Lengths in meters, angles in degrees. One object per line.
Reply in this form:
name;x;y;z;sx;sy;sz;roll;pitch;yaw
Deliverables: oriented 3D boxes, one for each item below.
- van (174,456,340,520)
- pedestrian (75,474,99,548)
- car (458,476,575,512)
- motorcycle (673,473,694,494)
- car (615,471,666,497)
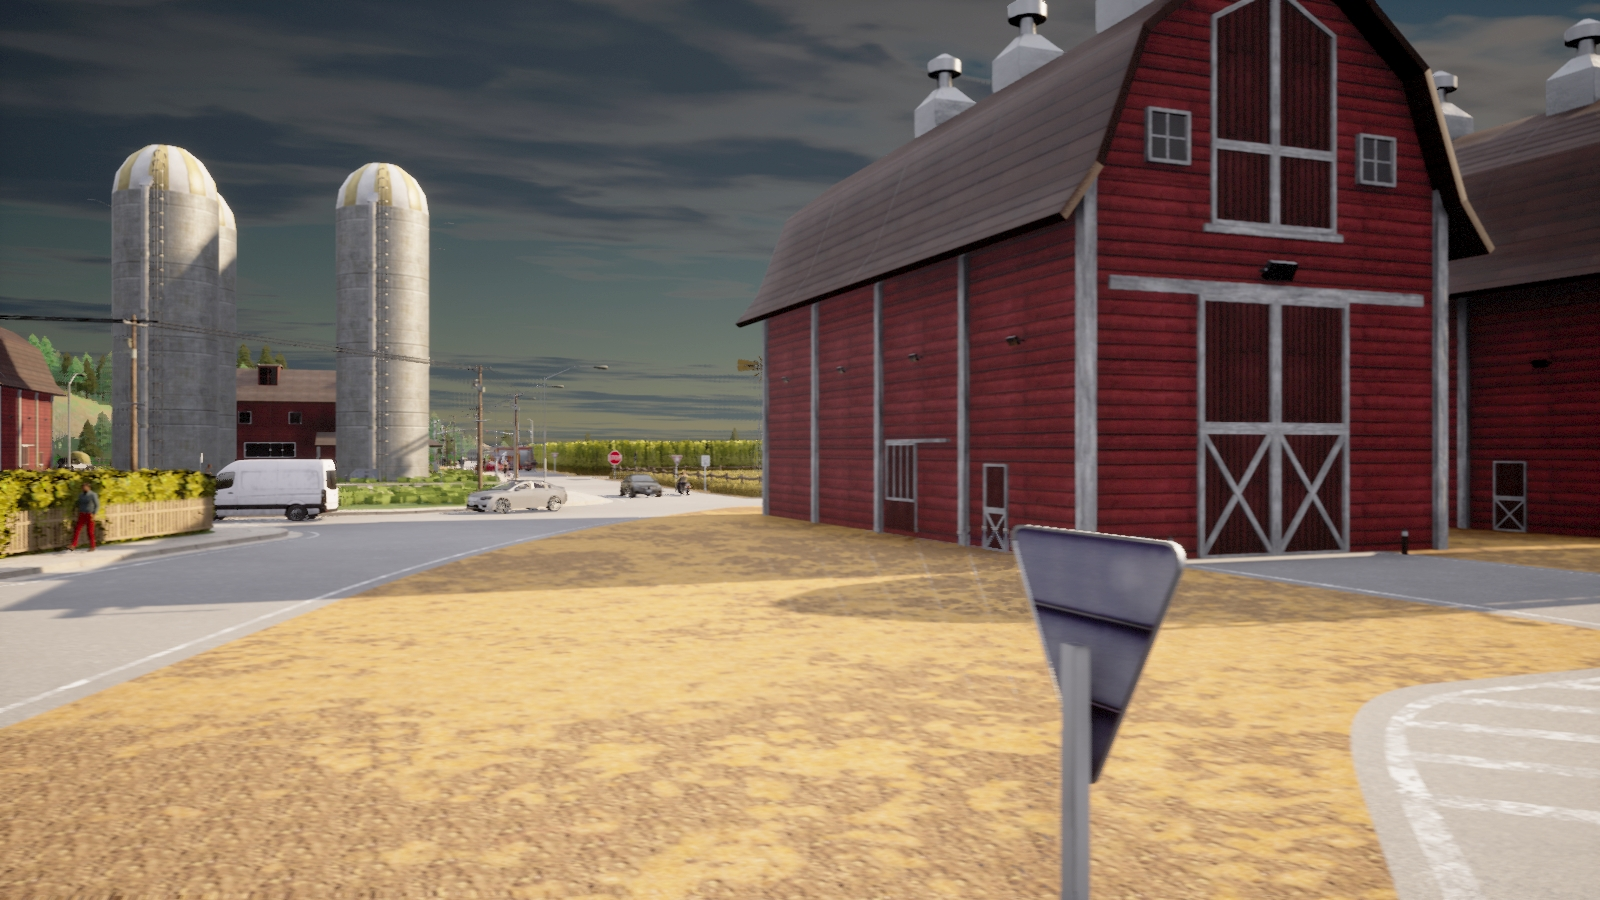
van;-22.424;1.535;47.390;5.915;2.561;1.988;0;0;-8
pedestrian;-18.292;1.557;29.318;0.375;1.860;0.375;0;0;4
car;-13.005;1.986;52.690;2.128;1.511;4.902;0;0;41
motorcycle;-7.639;2.153;74.725;0.764;1.307;2.356;0;0;-22
car;-9.960;2.080;71.069;2.002;1.442;4.674;0;0;-22
